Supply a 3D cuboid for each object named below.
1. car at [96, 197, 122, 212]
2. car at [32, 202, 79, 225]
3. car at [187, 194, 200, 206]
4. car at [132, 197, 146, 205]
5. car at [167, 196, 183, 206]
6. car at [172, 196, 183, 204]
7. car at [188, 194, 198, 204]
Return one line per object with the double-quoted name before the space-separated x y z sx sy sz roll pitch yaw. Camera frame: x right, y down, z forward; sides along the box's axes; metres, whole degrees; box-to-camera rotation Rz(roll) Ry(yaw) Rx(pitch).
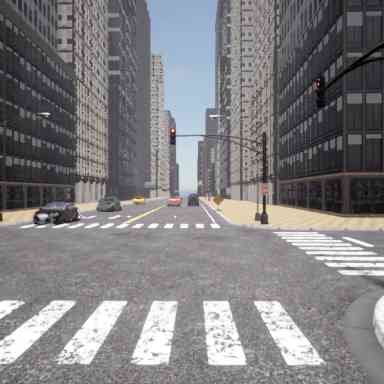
"car" -9.747 1.394 39.230 2.097 1.767 4.553 0 0 0
"car" -9.789 1.508 24.243 2.128 1.511 4.902 0 0 0
"car" 0.246 1.594 56.602 1.837 1.490 4.892 0 0 0
"car" -9.628 1.580 60.576 1.882 1.535 5.008 0 0 1
"car" -3.004 1.440 56.472 2.097 1.767 4.553 0 0 0
"car" -2.998 1.634 70.208 2.128 1.511 4.902 0 0 0
"car" 0.254 1.361 70.439 2.150 2.045 5.566 0 0 0
